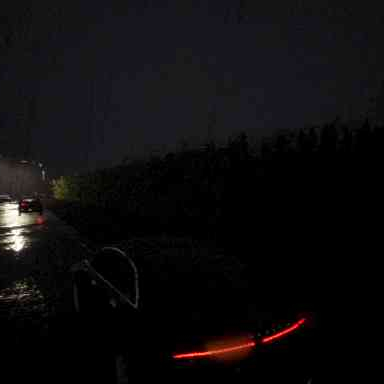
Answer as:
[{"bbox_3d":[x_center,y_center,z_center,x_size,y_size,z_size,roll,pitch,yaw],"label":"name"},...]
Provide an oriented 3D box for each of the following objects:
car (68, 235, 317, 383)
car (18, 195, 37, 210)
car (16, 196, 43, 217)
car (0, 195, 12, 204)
[{"bbox_3d":[-0.524,1.392,4.822,1.837,1.490,4.892,-2,2,-28],"label":"car"},{"bbox_3d":[-19.135,1.138,38.525,1.812,1.442,4.674,-2,2,-27],"label":"car"},{"bbox_3d":[-13.923,1.193,28.544,2.128,1.511,4.902,-2,2,-27],"label":"car"},{"bbox_3d":[-29.832,1.123,52.896,2.033,1.411,5.357,-2,2,-28],"label":"car"}]
